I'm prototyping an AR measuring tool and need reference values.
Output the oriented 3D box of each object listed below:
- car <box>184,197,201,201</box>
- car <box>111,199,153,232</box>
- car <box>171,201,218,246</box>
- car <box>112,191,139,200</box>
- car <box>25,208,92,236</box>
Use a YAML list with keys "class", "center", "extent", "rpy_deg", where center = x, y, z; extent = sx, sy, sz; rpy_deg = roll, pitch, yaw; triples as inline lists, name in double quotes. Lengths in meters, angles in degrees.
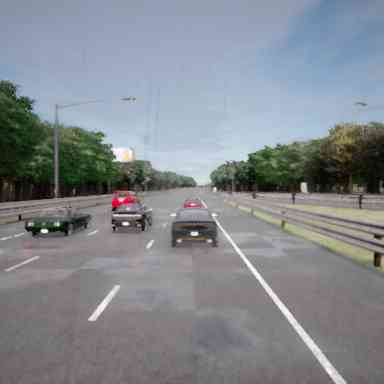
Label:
- class: "car"
  center: [0.088, 1.239, 36.394]
  extent: [1.994, 1.385, 4.181]
  rpy_deg: [0, 1, 0]
- class: "car"
  center: [-3.407, 1.390, 19.542]
  extent: [2.128, 1.511, 4.902]
  rpy_deg: [0, 1, 0]
- class: "car"
  center: [0.095, 1.417, 15.115]
  extent: [1.882, 1.535, 5.008]
  rpy_deg: [0, 0, 0]
- class: "car"
  center: [-6.911, 0.915, 35.082]
  extent: [2.150, 2.045, 5.566]
  rpy_deg: [0, 1, 0]
- class: "car"
  center: [-6.906, 1.517, 17.802]
  extent: [1.895, 1.301, 4.718]
  rpy_deg: [0, 1, 0]
